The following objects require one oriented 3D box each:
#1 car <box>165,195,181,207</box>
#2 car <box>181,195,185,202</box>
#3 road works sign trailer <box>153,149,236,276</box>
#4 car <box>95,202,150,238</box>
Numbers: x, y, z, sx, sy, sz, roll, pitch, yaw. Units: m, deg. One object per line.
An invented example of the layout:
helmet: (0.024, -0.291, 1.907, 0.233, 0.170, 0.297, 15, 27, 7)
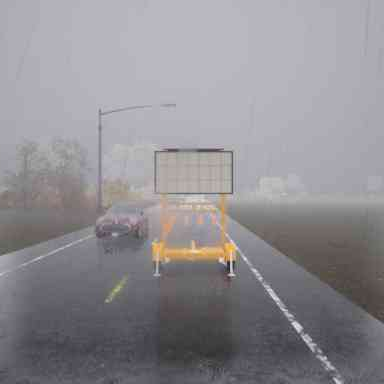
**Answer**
car: (-3.100, 1.535, 51.590, 1.837, 1.490, 4.892, 0, 0, 1)
car: (-2.649, 1.535, 80.356, 1.882, 1.535, 5.008, 0, 0, 1)
road works sign trailer: (0.054, 0.468, 10.321, 2.380, 3.560, 2.880, 0, 0, -1)
car: (-3.522, 1.360, 17.493, 2.097, 1.767, 4.553, 0, 0, 0)
